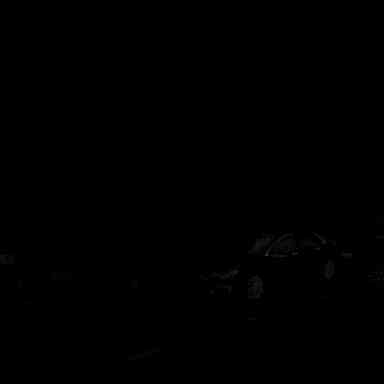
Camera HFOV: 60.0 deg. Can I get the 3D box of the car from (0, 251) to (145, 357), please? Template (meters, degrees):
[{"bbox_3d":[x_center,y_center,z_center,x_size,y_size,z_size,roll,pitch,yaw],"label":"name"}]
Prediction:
[{"bbox_3d":[-2.733,1.582,4.807,4.206,1.307,1.802,0,1,-35],"label":"car"}]

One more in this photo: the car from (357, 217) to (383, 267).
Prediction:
[{"bbox_3d":[6.507,1.555,11.392,4.313,1.339,1.947,0,1,-35],"label":"car"}]

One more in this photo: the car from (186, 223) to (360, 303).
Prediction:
[{"bbox_3d":[1.887,1.545,8.099,4.403,1.369,2.008,0,1,-35],"label":"car"}]
